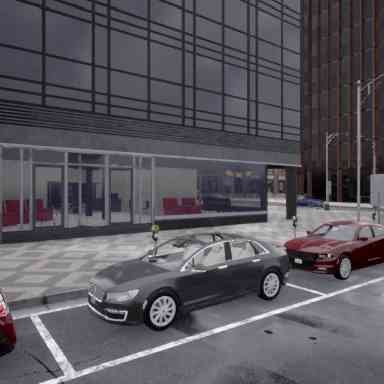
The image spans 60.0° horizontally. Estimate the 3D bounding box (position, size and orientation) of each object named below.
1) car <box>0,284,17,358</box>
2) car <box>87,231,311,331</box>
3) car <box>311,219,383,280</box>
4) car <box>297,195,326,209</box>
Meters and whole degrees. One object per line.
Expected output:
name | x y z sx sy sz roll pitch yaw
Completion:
car | -4.293 1.440 3.587 4.097 1.590 1.967 0 0 -36
car | 0.147 1.551 6.760 4.403 1.369 2.008 0 0 -36
car | 4.586 1.545 9.933 4.507 1.381 1.887 0 0 -36
car | 12.633 1.102 37.123 1.812 1.442 4.674 0 1 -36
